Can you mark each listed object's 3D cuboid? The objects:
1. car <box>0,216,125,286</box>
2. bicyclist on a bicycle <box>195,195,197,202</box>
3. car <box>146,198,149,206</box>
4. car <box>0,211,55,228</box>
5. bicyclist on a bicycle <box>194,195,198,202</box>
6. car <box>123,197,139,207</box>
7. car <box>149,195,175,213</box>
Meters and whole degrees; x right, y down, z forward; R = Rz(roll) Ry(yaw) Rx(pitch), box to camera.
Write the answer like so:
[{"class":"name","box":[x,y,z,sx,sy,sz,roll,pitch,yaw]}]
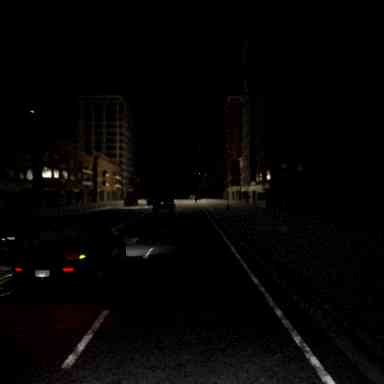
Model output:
[{"class":"car","box":[-3.151,1.544,9.311,1.812,1.442,4.674,0,0,0]},{"class":"bicyclist on a bicycle","box":[0.903,1.620,79.178,0.582,1.620,1.656,0,-1,0]},{"class":"car","box":[-6.547,1.620,55.718,1.837,1.490,4.892,0,0,1]},{"class":"car","box":[-6.596,1.518,12.918,2.128,1.511,4.902,0,0,0]},{"class":"bicyclist on a bicycle","box":[0.900,1.584,70.220,0.866,1.612,1.509,0,0,0]},{"class":"car","box":[-9.809,1.617,53.680,1.837,1.490,4.892,0,0,0]},{"class":"car","box":[-3.145,1.300,37.846,2.150,2.045,5.566,0,0,0]}]
